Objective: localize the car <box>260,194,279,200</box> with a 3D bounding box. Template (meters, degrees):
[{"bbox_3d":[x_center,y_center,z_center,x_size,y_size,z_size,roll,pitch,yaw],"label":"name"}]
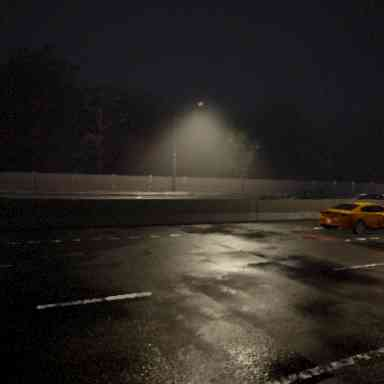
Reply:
[{"bbox_3d":[10.710,0.941,41.331,4.718,1.301,1.895,1,1,-25],"label":"car"}]

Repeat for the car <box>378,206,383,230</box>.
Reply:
[{"bbox_3d":[10.453,1.403,14.055,4.892,1.490,1.837,1,1,-25],"label":"car"}]

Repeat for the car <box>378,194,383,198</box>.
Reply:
[{"bbox_3d":[28.368,1.144,45.751,4.674,1.442,1.812,1,1,-25],"label":"car"}]

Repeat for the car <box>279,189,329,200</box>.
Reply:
[{"bbox_3d":[13.324,0.670,38.679,5.566,2.045,2.150,1,1,-25],"label":"car"}]

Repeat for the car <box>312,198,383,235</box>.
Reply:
[{"bbox_3d":[8.870,1.277,17.176,5.008,1.535,1.882,1,1,-25],"label":"car"}]

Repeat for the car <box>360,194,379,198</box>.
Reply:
[{"bbox_3d":[26.487,1.022,48.729,4.892,1.490,1.837,1,1,-25],"label":"car"}]
